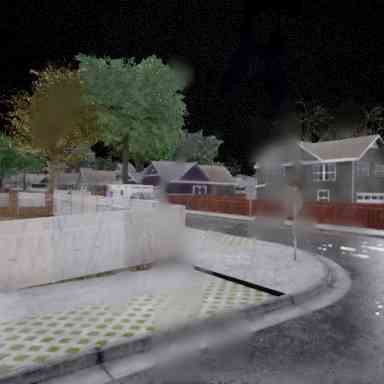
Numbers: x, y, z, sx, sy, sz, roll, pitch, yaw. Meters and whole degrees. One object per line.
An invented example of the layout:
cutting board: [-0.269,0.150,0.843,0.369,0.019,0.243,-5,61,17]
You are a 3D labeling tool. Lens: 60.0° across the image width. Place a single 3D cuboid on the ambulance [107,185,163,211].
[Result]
ambulance: [-4.589,0.660,26.652,2.351,2.431,6.366,1,0,-36]
